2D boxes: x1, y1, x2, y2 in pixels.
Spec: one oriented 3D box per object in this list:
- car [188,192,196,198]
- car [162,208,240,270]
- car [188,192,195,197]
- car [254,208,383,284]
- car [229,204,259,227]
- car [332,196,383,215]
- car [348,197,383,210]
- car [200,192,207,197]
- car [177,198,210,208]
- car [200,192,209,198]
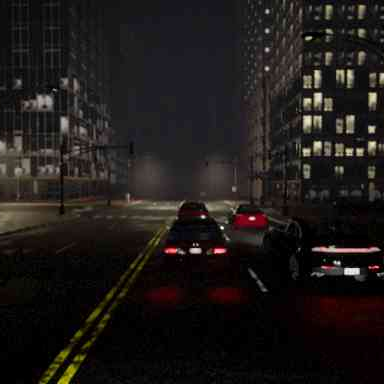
[{"bbox_3d":[-0.022,0.923,83.366,1.812,1.442,4.674,0,0,0],"label":"car"},{"bbox_3d":[0.098,1.475,10.679,2.033,1.411,5.357,0,0,0],"label":"car"},{"bbox_3d":[-0.025,0.756,93.397,1.895,1.301,4.718,0,0,0],"label":"car"},{"bbox_3d":[3.349,1.429,9.389,2.128,1.511,4.902,0,0,0],"label":"car"},{"bbox_3d":[3.344,1.426,20.443,1.994,1.385,4.181,0,0,0],"label":"car"},{"bbox_3d":[16.193,1.317,32.166,5.009,1.841,2.192,1,1,1],"label":"car"},{"bbox_3d":[21.800,1.389,40.455,4.829,1.417,1.752,1,1,1],"label":"car"},{"bbox_3d":[3.225,0.685,93.367,1.812,1.442,4.674,0,0,0],"label":"car"},{"bbox_3d":[0.100,1.339,20.554,1.882,1.535,5.008,0,0,1],"label":"car"},{"bbox_3d":[3.228,0.994,83.396,1.895,1.301,4.718,0,0,0],"label":"car"}]
